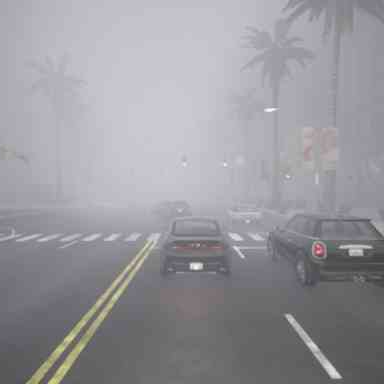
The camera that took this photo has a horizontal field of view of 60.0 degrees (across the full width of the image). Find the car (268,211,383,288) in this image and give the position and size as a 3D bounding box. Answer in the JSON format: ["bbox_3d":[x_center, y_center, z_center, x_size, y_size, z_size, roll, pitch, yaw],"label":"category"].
[{"bbox_3d":[3.599,1.348,9.417,2.097,1.767,4.553,0,0,0],"label":"car"}]

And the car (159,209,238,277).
[{"bbox_3d":[0.097,1.501,10.244,1.837,1.490,4.892,0,0,0],"label":"car"}]

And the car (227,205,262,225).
[{"bbox_3d":[3.597,1.592,23.617,1.895,1.301,4.718,0,0,0],"label":"car"}]

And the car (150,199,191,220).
[{"bbox_3d":[-1.678,1.343,25.298,2.097,1.767,4.553,0,0,-22],"label":"car"}]
